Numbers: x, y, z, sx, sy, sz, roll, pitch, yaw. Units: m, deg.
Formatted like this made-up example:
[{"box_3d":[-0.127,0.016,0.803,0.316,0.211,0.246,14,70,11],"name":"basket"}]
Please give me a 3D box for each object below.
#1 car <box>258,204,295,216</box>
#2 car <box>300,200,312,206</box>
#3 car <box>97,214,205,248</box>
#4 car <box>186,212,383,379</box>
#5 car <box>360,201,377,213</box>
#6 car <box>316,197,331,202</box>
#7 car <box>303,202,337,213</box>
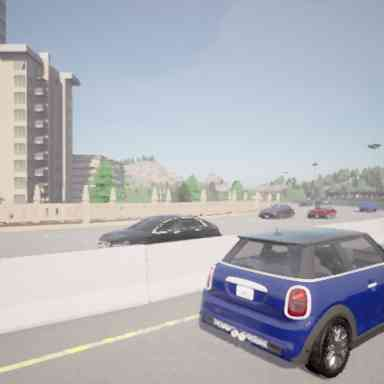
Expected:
[{"box_3d":[8.355,1.891,32.256,2.033,1.411,5.357,0,-1,37],"name":"car"},{"box_3d":[24.361,2.361,71.016,1.882,1.535,5.008,0,-1,8],"name":"car"},{"box_3d":[-1.042,1.603,12.300,4.892,1.490,1.837,1,0,-41],"name":"car"},{"box_3d":[2.379,1.406,5.874,4.553,1.767,2.097,1,-1,-39],"name":"car"},{"box_3d":[23.910,2.009,45.139,1.882,1.535,5.008,0,-1,25],"name":"car"},{"box_3d":[27.850,2.093,70.743,2.150,2.045,5.566,0,-1,8],"name":"car"},{"box_3d":[12.763,1.959,32.480,1.895,1.301,4.718,0,-1,34],"name":"car"}]
